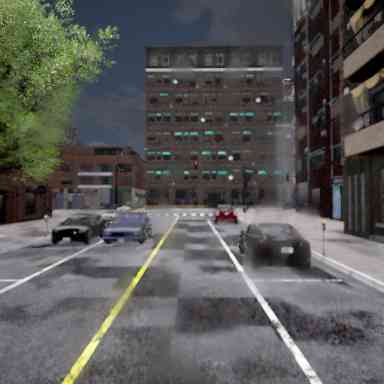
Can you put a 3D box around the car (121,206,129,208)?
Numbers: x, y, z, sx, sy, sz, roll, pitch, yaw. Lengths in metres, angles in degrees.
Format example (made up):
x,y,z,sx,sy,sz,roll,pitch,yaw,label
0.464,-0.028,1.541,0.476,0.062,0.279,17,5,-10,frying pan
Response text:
x,y,z,sx,sy,sz,roll,pitch,yaw,label
-5.636,1.849,22.851,2.008,1.369,4.403,1,-1,0,car

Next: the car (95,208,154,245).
x,y,z,sx,sy,sz,roll,pitch,yaw,label
-3.092,1.771,17.208,2.033,1.411,5.357,0,-1,0,car

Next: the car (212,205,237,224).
x,y,z,sx,sy,sz,roll,pitch,yaw,label
2.761,1.812,28.591,1.967,1.590,4.097,1,-1,0,car

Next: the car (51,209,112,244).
x,y,z,sx,sy,sz,roll,pitch,yaw,label
-5.638,1.790,17.163,1.947,1.339,4.313,1,-1,0,car

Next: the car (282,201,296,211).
x,y,z,sx,sy,sz,roll,pitch,yaw,label
14.965,1.951,47.213,4.181,1.385,1.994,0,-2,1,car

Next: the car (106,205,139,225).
x,y,z,sx,sy,sz,roll,pitch,yaw,label
-5.805,1.895,28.368,1.752,1.417,4.829,1,-1,0,car

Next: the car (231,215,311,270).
x,y,z,sx,sy,sz,roll,pitch,yaw,label
2.707,1.716,11.533,1.947,1.339,4.313,1,-1,0,car
